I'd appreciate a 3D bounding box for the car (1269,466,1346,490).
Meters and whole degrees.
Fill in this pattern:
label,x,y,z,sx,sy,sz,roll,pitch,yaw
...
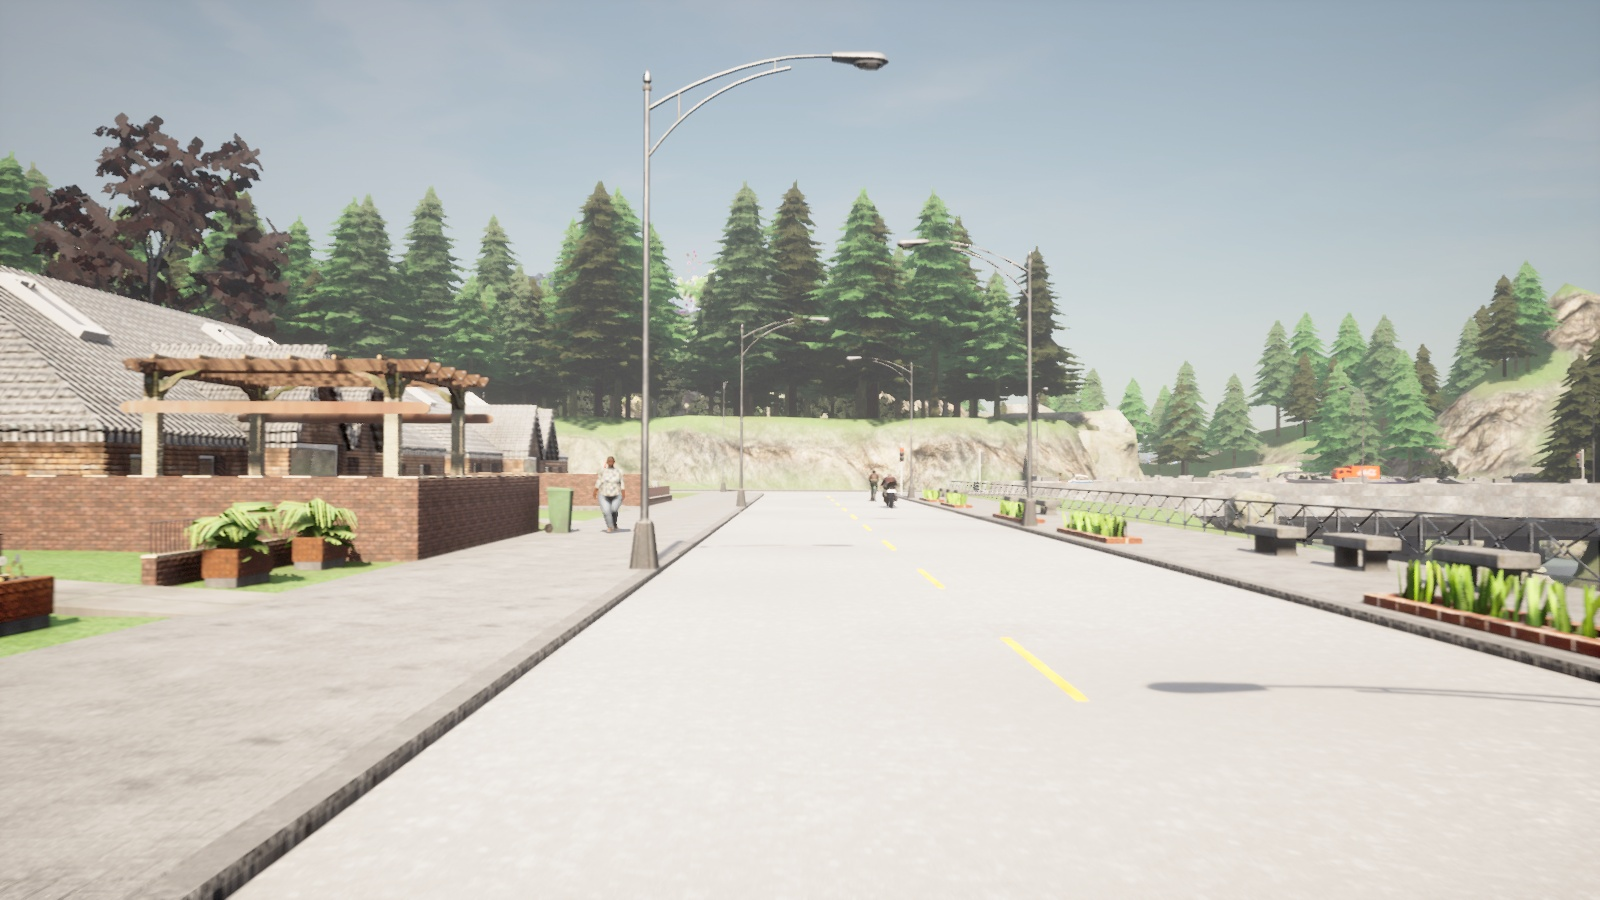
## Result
label,x,y,z,sx,sy,sz,roll,pitch,yaw
car,36.522,2.027,90.423,4.611,1.667,2.242,0,-1,0

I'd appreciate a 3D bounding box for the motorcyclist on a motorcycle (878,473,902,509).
label,x,y,z,sx,sy,sz,roll,pitch,yaw
motorcyclist on a motorcycle,3.873,1.743,54.280,0.866,1.530,2.191,0,-1,0

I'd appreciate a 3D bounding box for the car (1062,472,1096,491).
label,x,y,z,sx,sy,sz,roll,pitch,yaw
car,20.971,2.365,94.386,2.207,1.376,1.481,0,-1,0

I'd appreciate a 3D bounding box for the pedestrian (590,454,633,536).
label,x,y,z,sx,sy,sz,roll,pitch,yaw
pedestrian,-4.349,1.028,29.016,0.874,1.855,0.900,0,-1,-1
